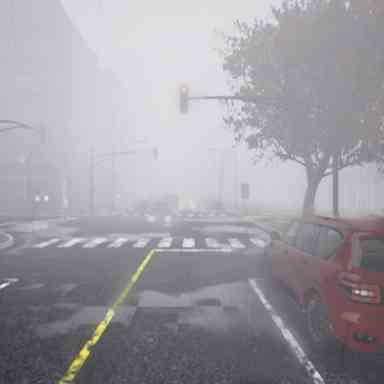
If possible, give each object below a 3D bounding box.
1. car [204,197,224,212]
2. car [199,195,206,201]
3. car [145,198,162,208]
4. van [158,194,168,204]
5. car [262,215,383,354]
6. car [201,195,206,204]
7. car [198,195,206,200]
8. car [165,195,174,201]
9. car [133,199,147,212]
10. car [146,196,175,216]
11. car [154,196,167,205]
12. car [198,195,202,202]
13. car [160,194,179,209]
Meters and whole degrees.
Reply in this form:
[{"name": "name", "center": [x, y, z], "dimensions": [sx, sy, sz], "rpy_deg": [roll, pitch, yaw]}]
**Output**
[{"name": "car", "center": [2.703, 1.548, 38.476], "dimensions": [1.887, 1.381, 4.507], "rpy_deg": [0, 0, 0]}, {"name": "car", "center": [2.717, 1.601, 88.270], "dimensions": [1.887, 1.381, 4.507], "rpy_deg": [0, 0, 0]}, {"name": "car", "center": [-5.674, 1.562, 49.544], "dimensions": [2.008, 1.369, 4.403], "rpy_deg": [0, 0, 0]}, {"name": "van", "center": [-5.669, 1.369, 66.142], "dimensions": [1.690, 1.788, 3.998], "rpy_deg": [0, 0, 0]}, {"name": "car", "center": [2.694, 1.314, 6.088], "dimensions": [2.192, 1.841, 5.009], "rpy_deg": [0, 0, 0]}, {"name": "car", "center": [2.706, 1.537, 49.711], "dimensions": [1.752, 1.417, 4.829], "rpy_deg": [0, 0, 0]}, {"name": "car", "center": [2.719, 1.616, 93.803], "dimensions": [2.008, 1.369, 4.403], "rpy_deg": [0, 0, 0]}, {"name": "car", "center": [-5.665, 1.487, 82.740], "dimensions": [1.967, 1.590, 4.097], "rpy_deg": [0, 0, 0]}, {"name": "car", "center": [-5.677, 1.554, 38.478], "dimensions": [2.008, 1.369, 4.403], "rpy_deg": [0, 0, 0]}, {"name": "car", "center": [-2.991, 1.558, 32.482], "dimensions": [1.837, 1.490, 4.892], "rpy_deg": [0, 2, 0]}, {"name": "car", "center": [-5.671, 1.462, 60.609], "dimensions": [1.967, 1.590, 4.097], "rpy_deg": [0, 0, 0]}, {"name": "car", "center": [2.711, 1.610, 66.138], "dimensions": [1.802, 1.307, 4.206], "rpy_deg": [0, 0, 0]}, {"name": "car", "center": [-2.987, 1.252, 45.789], "dimensions": [2.150, 2.045, 5.566], "rpy_deg": [0, 0, 0]}]
